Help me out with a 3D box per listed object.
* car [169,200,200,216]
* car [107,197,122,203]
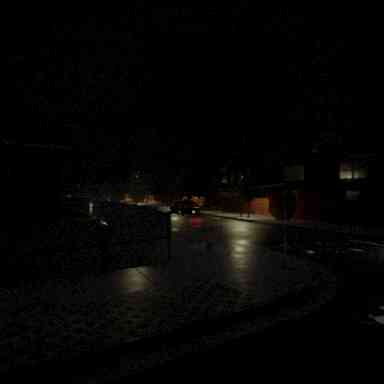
[{"bbox_3d":[-0.789,1.571,32.395,1.837,1.490,4.892,1,-1,-23],"label":"car"},{"bbox_3d":[-12.364,1.492,52.383,2.128,1.511,4.902,0,0,-23],"label":"car"}]
